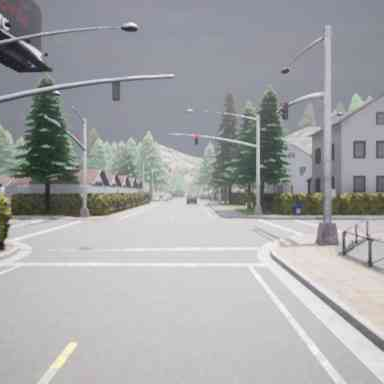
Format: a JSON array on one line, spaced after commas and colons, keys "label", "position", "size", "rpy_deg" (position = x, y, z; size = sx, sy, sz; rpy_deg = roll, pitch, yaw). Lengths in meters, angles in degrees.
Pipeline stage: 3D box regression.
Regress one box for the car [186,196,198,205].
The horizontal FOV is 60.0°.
[{"label": "car", "position": [-0.035, 1.489, 59.355], "size": [1.837, 1.490, 4.892], "rpy_deg": [0, 0, 0]}]
